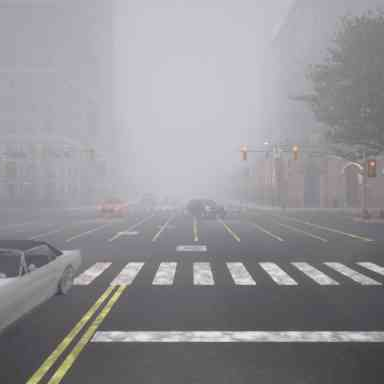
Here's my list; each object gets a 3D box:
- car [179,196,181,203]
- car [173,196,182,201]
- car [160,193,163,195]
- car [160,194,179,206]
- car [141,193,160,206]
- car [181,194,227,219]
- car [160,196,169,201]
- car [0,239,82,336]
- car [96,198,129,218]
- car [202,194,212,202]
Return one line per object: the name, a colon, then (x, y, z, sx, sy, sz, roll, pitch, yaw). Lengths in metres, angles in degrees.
car: (-3.537, 1.547, 69.527, 2.033, 1.411, 5.357, 0, 0, 0)
car: (-3.436, 1.586, 81.159, 1.895, 1.301, 4.718, 0, 0, 0)
car: (-7.041, 1.222, 69.072, 2.150, 2.045, 5.566, 0, 0, 0)
car: (-3.683, 1.491, 55.465, 2.128, 1.511, 4.902, 0, 0, 0)
car: (-7.186, 1.219, 55.733, 2.150, 2.045, 5.566, 0, 0, 0)
car: (1.131, 1.352, 28.883, 2.097, 1.767, 4.553, 0, 0, -26)
car: (-6.918, 1.576, 83.272, 1.895, 1.301, 4.718, 0, 0, 0)
car: (-3.610, 1.601, 5.868, 1.895, 1.301, 4.718, 0, 0, 0)
car: (-7.152, 1.351, 30.303, 2.097, 1.767, 4.553, 0, 0, 0)
car: (3.540, 1.355, 78.288, 2.097, 1.767, 4.553, 0, 0, 0)
